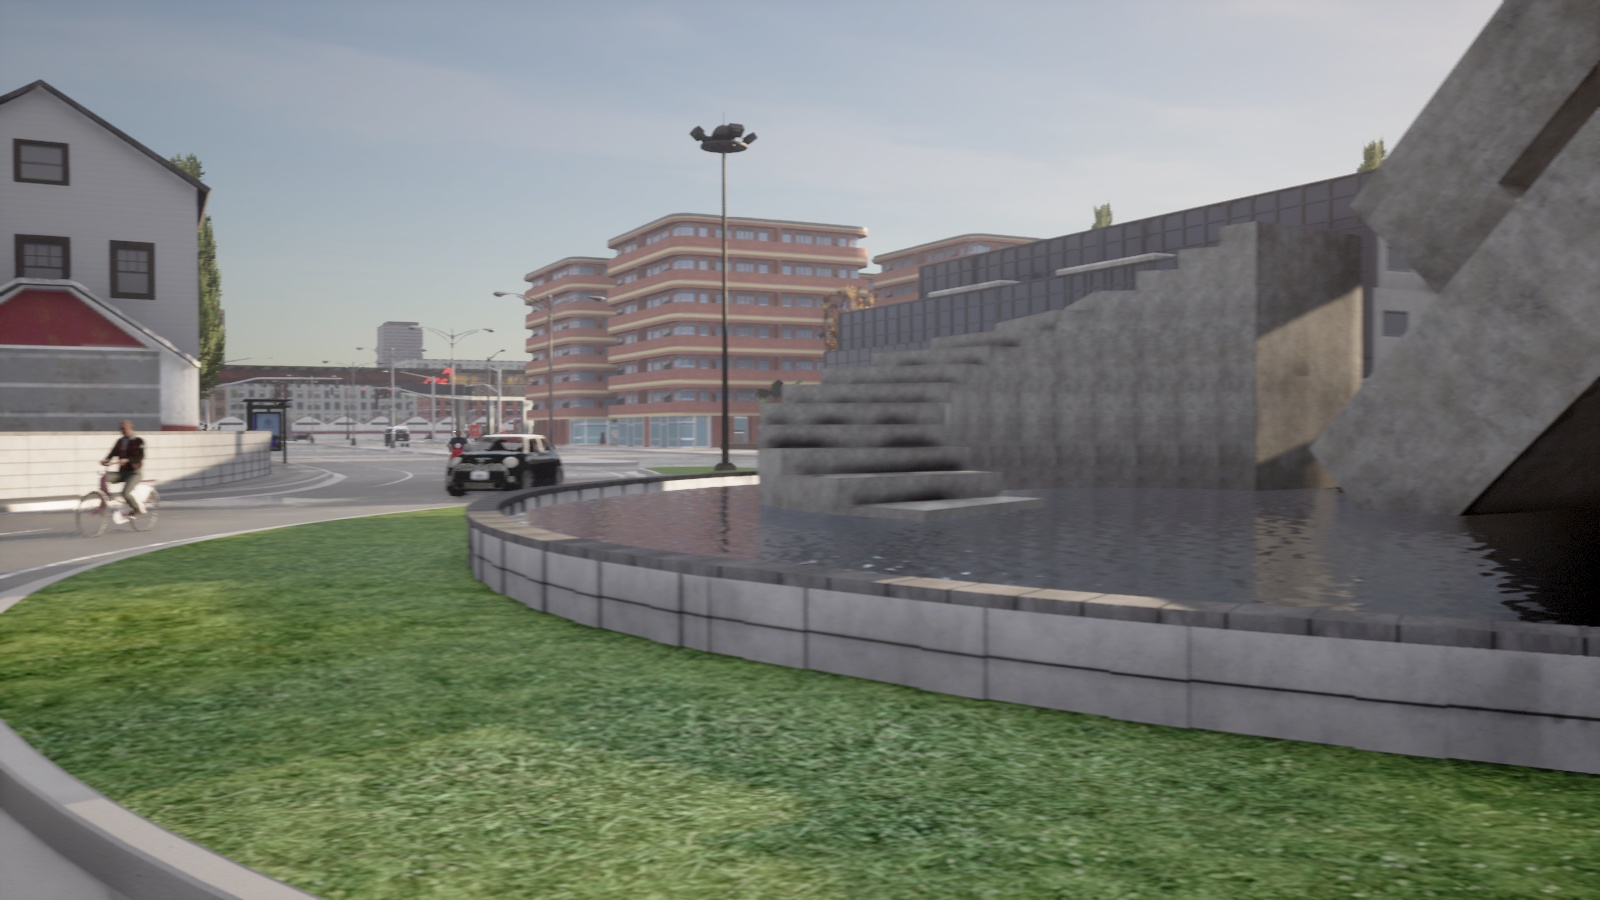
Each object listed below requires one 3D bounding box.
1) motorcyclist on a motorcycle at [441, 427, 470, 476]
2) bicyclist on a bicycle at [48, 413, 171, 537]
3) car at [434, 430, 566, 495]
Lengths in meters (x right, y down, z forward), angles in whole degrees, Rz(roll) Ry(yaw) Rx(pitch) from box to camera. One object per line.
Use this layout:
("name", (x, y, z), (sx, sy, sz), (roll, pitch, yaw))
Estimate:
("motorcyclist on a motorcycle", (-11.312, 0.057, 41.328), (0.866, 1.590, 1.817), (0, -1, -14))
("bicyclist on a bicycle", (-10.415, 0.346, 19.009), (0.659, 1.776, 1.843), (1, 1, 8))
("car", (-7.293, 0.257, 30.926), (1.970, 1.475, 3.806), (0, 1, 7))
